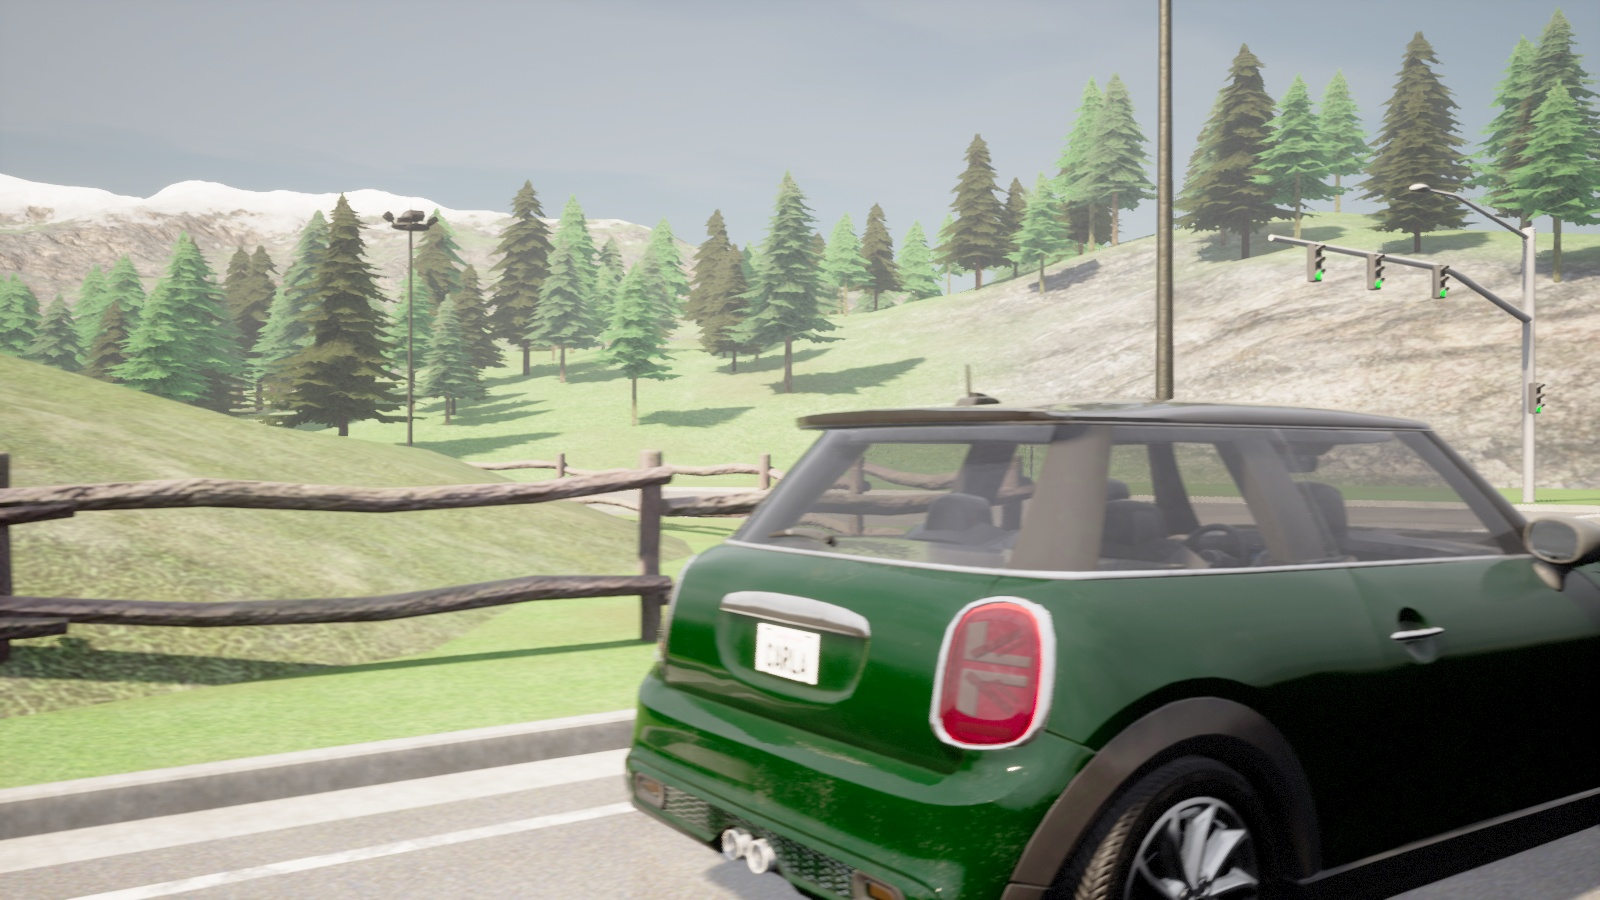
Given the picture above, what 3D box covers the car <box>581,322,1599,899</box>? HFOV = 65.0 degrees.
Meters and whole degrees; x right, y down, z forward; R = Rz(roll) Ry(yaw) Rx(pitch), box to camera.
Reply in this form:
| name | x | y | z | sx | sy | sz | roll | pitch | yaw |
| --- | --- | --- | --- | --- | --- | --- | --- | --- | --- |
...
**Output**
| name | x | y | z | sx | sy | sz | roll | pitch | yaw |
| --- | --- | --- | --- | --- | --- | --- | --- | --- | --- |
| car | 1.700 | 0.613 | 4.842 | 4.553 | 1.767 | 2.097 | 0 | 0 | -35 |
